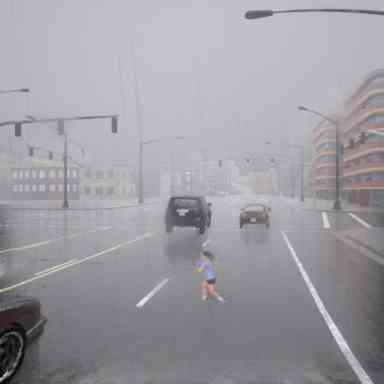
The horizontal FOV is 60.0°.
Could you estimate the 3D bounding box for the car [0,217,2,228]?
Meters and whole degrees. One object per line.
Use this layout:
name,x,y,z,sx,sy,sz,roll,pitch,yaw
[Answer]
car,-11.573,1.508,16.101,1.837,1.490,4.892,0,-1,12

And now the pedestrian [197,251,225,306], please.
pedestrian,0.363,1.674,6.632,0.500,1.100,0.500,0,0,12

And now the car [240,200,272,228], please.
car,4.220,1.514,22.170,1.812,1.442,4.674,0,0,13

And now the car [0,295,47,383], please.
car,-3.142,1.548,2.267,2.033,1.411,5.357,0,0,4

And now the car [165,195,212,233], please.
car,-0.117,1.216,19.788,2.150,2.045,5.566,0,0,8
